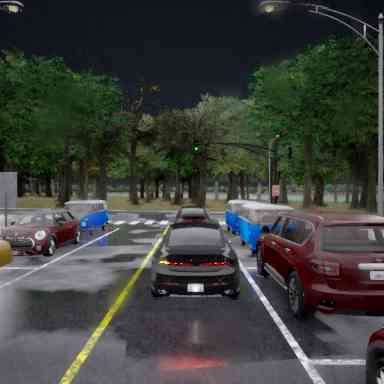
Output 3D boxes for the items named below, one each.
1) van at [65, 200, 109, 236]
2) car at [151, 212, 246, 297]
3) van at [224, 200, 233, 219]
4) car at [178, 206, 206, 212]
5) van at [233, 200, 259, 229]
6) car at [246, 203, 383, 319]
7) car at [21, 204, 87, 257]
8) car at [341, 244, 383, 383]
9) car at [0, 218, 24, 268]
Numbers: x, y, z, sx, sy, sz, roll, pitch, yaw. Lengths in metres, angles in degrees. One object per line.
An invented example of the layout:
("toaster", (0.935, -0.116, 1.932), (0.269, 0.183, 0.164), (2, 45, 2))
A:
("van", (-5.766, 1.342, 18.171), (1.690, 1.788, 3.998), (0, 0, 0))
("car", (0.076, 1.506, 8.529), (1.837, 1.490, 4.892), (0, 0, 0))
("van", (2.759, 1.342, 18.172), (1.690, 1.788, 3.998), (0, 0, 0))
("car", (-0.038, 1.507, 18.232), (1.837, 1.490, 4.892), (0, 0, -3))
("van", (2.760, 1.342, 12.735), (1.690, 1.788, 3.998), (0, 0, 0))
("car", (2.761, 1.315, 7.297), (2.192, 1.841, 5.009), (0, 0, 0))
("car", (-5.765, 1.441, 12.733), (1.967, 1.590, 4.097), (0, 0, 0))
("car", (2.762, 1.440, 1.859), (1.967, 1.590, 4.097), (0, 0, 0))
("car", (-5.764, 1.525, 7.126), (1.752, 1.417, 4.829), (0, 0, 0))
